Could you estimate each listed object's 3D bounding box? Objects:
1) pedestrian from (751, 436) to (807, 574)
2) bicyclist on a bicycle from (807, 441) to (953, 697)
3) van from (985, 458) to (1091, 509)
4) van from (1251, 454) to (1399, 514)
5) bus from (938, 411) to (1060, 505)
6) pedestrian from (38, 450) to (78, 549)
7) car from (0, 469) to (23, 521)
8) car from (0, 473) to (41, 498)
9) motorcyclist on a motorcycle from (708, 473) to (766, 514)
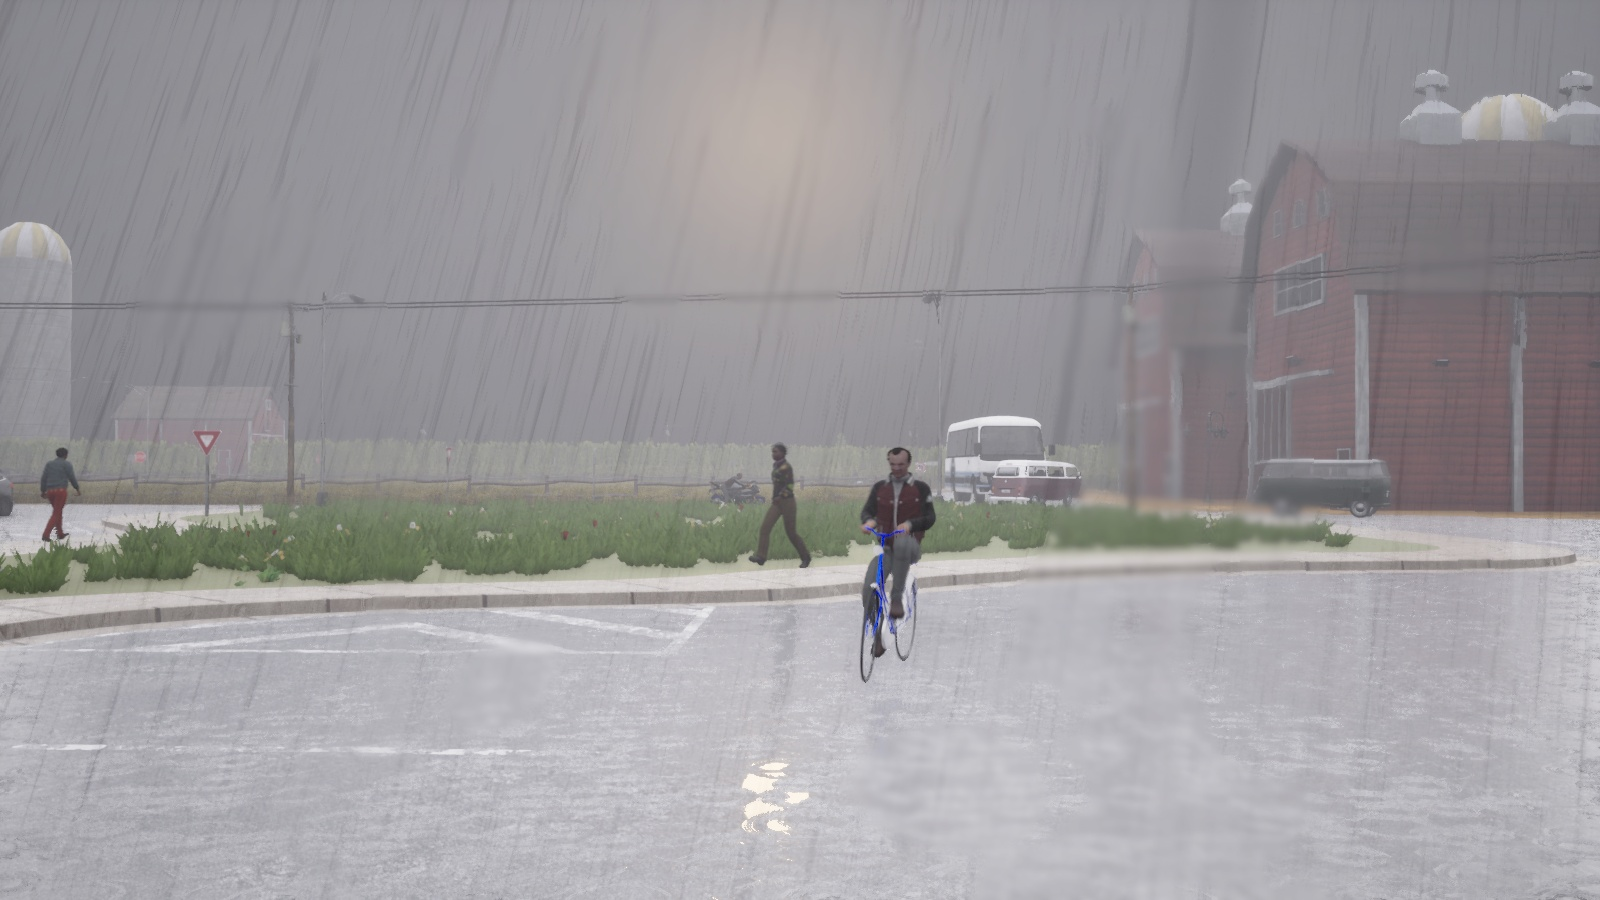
[{"bbox_3d":[-0.303,0.773,17.996,0.692,1.930,0.395,1,-1,-38],"label":"pedestrian"},{"bbox_3d":[0.667,0.846,9.740,0.659,1.776,1.843,1,-1,18],"label":"bicyclist on a bicycle"},{"bbox_3d":[9.931,1.368,52.320,4.480,2.038,2.069,1,-2,-43],"label":"van"},{"bbox_3d":[18.207,1.167,43.605,4.442,1.987,1.775,-1,-1,34],"label":"van"},{"bbox_3d":[9.646,0.443,62.323,3.944,4.253,10.273,0,-1,-3],"label":"bus"},{"bbox_3d":[-14.064,0.925,23.820,0.353,1.847,0.614,0,-1,4],"label":"pedestrian"},{"bbox_3d":[-26.515,1.414,38.740,2.242,1.667,4.611,0,-1,0],"label":"car"},{"bbox_3d":[-52.129,2.309,81.997,2.128,1.511,4.902,0,-1,0],"label":"car"},{"bbox_3d":[-2.398,1.664,48.068,2.191,1.530,0.866,0,-1,0],"label":"motorcyclist on a motorcycle"}]
